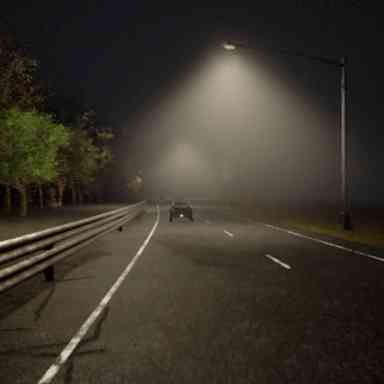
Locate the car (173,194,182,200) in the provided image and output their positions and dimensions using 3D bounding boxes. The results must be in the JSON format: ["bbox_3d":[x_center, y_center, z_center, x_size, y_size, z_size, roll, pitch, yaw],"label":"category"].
[{"bbox_3d":[-3.993,1.328,87.947,2.033,1.411,5.357,0,0,-6],"label":"car"}]

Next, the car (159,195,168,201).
[{"bbox_3d":[-7.423,1.490,87.134,2.128,1.511,4.902,0,0,-6],"label":"car"}]

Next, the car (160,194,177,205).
[{"bbox_3d":[-4.202,1.537,58.874,2.033,1.411,5.357,0,0,-6],"label":"car"}]

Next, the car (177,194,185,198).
[{"bbox_3d":[-2.889,1.313,77.970,2.097,1.767,4.553,0,0,-6],"label":"car"}]

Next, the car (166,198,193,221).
[{"bbox_3d":[-0.962,1.507,27.399,1.837,1.490,4.892,0,0,-4],"label":"car"}]
